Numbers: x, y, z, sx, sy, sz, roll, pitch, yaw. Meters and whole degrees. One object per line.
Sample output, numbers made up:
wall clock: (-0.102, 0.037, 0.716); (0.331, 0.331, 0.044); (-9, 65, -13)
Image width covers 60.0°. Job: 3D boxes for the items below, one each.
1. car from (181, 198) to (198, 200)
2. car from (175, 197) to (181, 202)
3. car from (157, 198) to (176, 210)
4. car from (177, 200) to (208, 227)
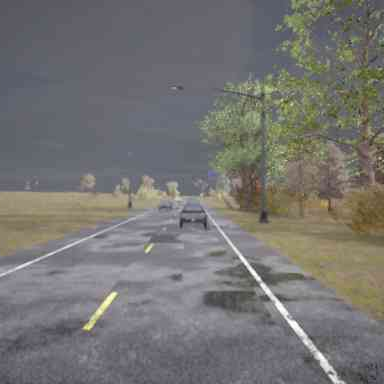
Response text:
car: (0.082, 1.554, 42.081); (2.097, 1.767, 4.553); (0, 0, 0)
car: (-3.538, 1.931, 84.776); (1.812, 1.442, 4.674); (0, 0, 0)
car: (-3.601, 1.785, 45.772); (1.994, 1.385, 4.181); (0, 0, 0)
car: (0.090, 1.604, 23.642); (2.128, 1.511, 4.902); (0, 0, 0)
